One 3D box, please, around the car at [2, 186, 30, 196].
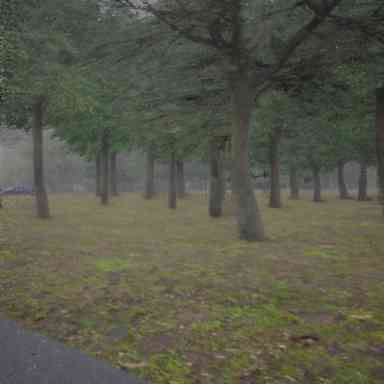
[{"bbox_3d":[-34.690,-0.094,64.898,2.150,2.045,5.566,-3,0,34],"label":"car"}]
